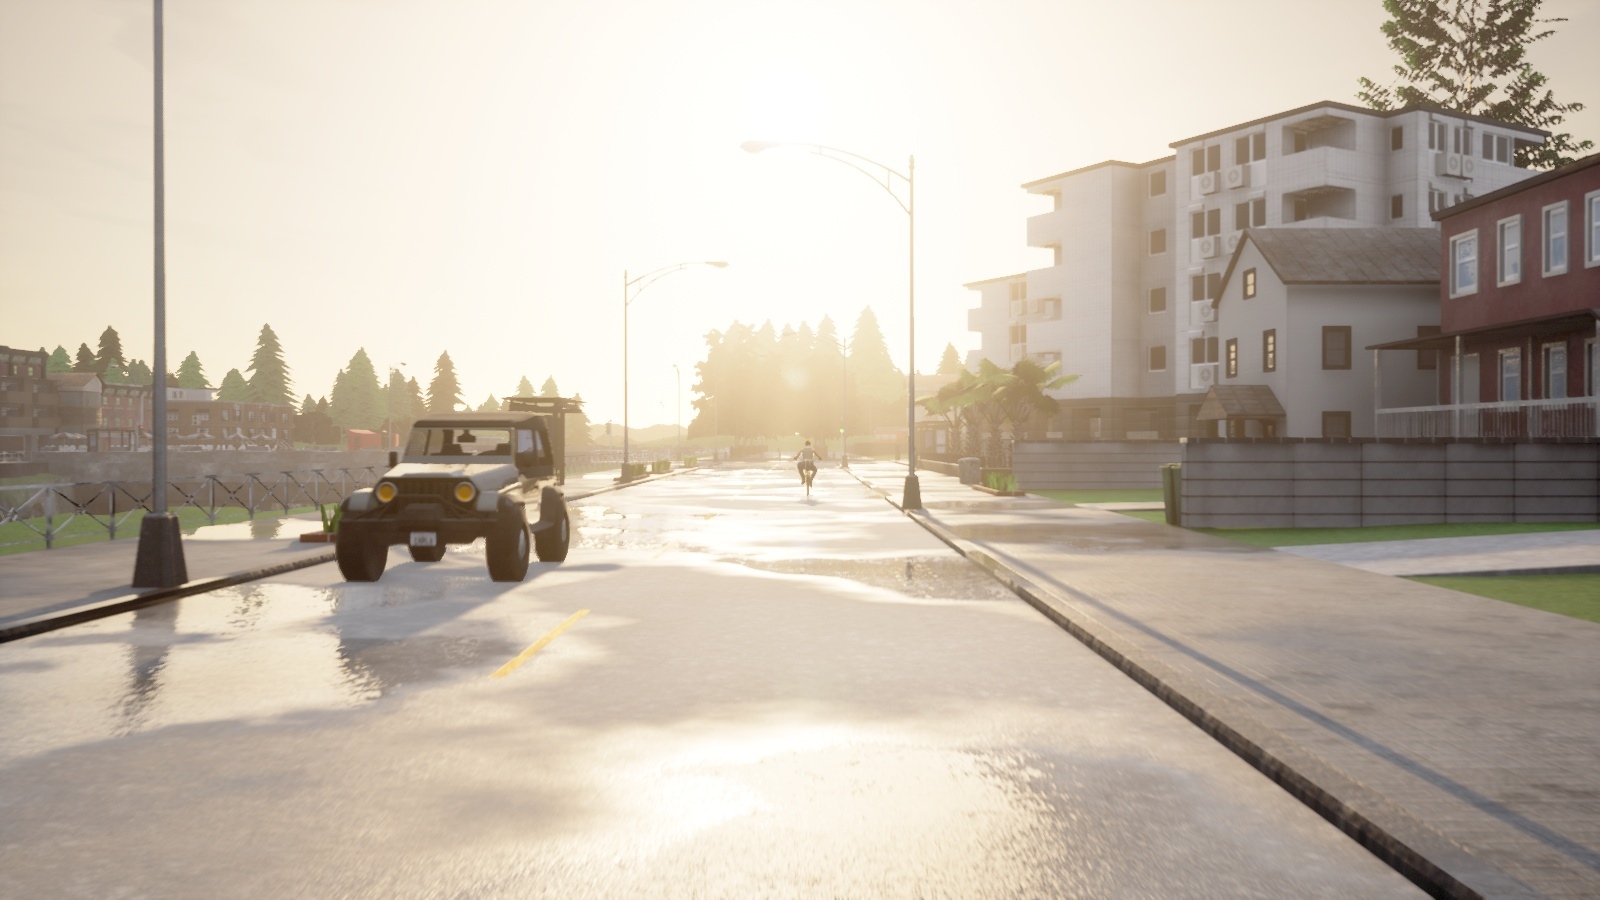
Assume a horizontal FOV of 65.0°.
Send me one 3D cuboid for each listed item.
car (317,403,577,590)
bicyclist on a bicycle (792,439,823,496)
[{"bbox_3d":[-3.901,0.457,14.581,1.905,1.878,3.866,0,0,0],"label":"car"},{"bbox_3d":[0.222,0.480,36.045,0.866,1.612,1.509,0,0,0],"label":"bicyclist on a bicycle"}]
